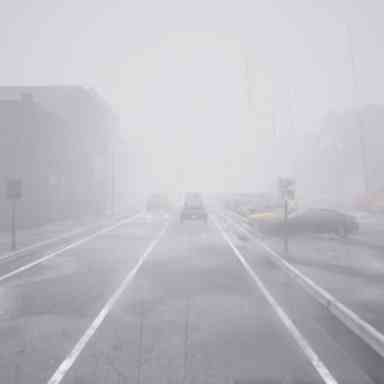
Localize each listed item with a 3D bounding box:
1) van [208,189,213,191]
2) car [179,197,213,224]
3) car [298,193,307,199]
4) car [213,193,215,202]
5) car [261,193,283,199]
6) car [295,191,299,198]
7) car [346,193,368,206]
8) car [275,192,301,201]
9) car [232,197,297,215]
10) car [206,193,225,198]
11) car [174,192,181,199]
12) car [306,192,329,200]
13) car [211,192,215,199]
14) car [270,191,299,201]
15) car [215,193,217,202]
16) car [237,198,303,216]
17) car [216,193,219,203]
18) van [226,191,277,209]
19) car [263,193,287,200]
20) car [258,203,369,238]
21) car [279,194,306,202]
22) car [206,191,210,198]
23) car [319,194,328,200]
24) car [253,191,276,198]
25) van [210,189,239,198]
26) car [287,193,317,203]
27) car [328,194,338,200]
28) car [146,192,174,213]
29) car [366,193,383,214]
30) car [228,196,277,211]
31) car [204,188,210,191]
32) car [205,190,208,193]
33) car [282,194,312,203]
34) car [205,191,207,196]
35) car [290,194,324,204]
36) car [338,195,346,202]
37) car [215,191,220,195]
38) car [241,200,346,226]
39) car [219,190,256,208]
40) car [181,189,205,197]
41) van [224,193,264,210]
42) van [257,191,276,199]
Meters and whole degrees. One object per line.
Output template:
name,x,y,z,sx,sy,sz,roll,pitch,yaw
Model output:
van,6.452,0.795,78.190,4.442,1.987,1.878,0,0,0
car,0.125,1.372,23.593,2.128,1.511,4.902,0,1,0
car,19.296,1.240,50.316,4.892,1.521,2.231,0,0,0
car,6.225,1.258,53.143,4.674,1.452,2.002,0,0,0
car,19.431,1.037,80.950,4.674,1.452,2.002,0,1,0
car,19.274,0.967,53.098,5.566,2.045,2.435,0,0,0
car,19.243,1.096,33.730,5.566,2.045,2.435,0,0,0
car,19.334,0.987,67.025,4.553,1.767,2.185,0,0,0
car,6.080,1.413,28.094,4.792,1.488,2.163,0,0,0
car,6.381,0.923,89.325,5.008,1.535,2.097,0,1,0
car,-3.192,0.756,75.333,1.882,1.535,5.008,0,0,0
car,19.308,1.131,47.530,4.553,1.767,2.185,0,0,0
car,6.218,1.207,58.710,4.792,1.488,2.163,0,0,0
car,19.350,0.840,69.808,5.566,2.045,2.435,0,0,0
car,6.204,1.258,47.576,4.892,1.521,2.231,0,0,0
car,6.099,1.441,25.311,4.674,1.452,2.002,0,0,0
car,6.370,1.272,44.792,5.366,1.575,1.946,0,0,0
van,6.019,1.121,33.784,4.442,1.987,1.878,0,0,0
car,19.421,1.020,78.165,5.008,1.535,2.097,0,0,0
car,6.075,1.493,17.103,4.674,1.452,2.002,1,0,1
car,19.355,1.175,64.241,4.674,1.452,2.002,0,0,0
car,6.100,1.110,67.060,5.366,1.575,1.946,0,0,0
car,19.222,1.324,41.963,4.792,1.488,2.163,0,0,0
car,19.438,0.671,89.302,5.566,2.045,2.435,0,1,0
van,6.143,0.930,61.554,4.442,1.987,1.878,0,0,0
car,19.295,1.052,58.671,4.553,1.767,2.185,0,0,0
car,19.245,1.312,39.176,5.008,1.535,2.097,0,0,0
car,-3.312,1.038,34.254,2.150,2.045,5.566,0,0,0
car,19.170,1.240,30.822,4.553,1.767,2.185,0,0,0
car,6.115,1.367,30.877,4.892,1.521,2.231,0,0,0
car,6.427,0.647,92.106,5.566,2.045,2.435,0,1,0
car,6.330,0.845,83.883,4.553,1.767,2.185,0,1,0
car,19.335,1.157,61.456,5.008,1.535,2.097,0,0,0
car,6.355,0.998,80.976,4.892,1.521,2.231,0,0,0
car,19.320,1.198,55.887,5.008,1.535,2.097,0,0,0
car,19.413,1.326,36.516,5.366,1.575,1.946,0,0,0
car,6.179,1.113,50.360,4.553,1.767,2.185,0,0,0
car,5.886,1.433,19.745,5.366,1.575,1.946,0,0,0
car,6.119,1.079,36.442,5.566,2.045,2.435,0,0,0
car,0.143,0.998,41.246,2.150,2.045,5.566,0,1,0
van,6.043,1.086,39.225,4.442,1.987,1.878,0,0,0
van,19.337,0.722,86.518,4.442,1.987,1.878,0,1,0
